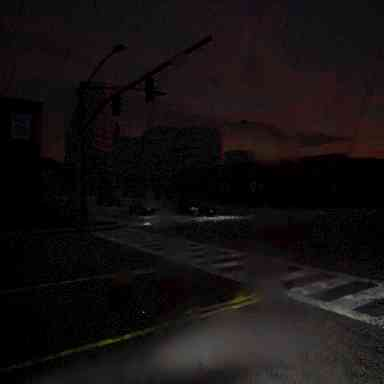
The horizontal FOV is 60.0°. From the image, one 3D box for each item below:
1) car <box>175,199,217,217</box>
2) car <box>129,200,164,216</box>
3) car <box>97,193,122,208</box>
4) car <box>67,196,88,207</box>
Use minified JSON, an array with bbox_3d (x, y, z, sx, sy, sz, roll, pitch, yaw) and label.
[{"bbox_3d":[0.299,1.481,31.409,1.837,1.490,4.892,0,0,-36],"label":"car"},{"bbox_3d":[-4.543,1.507,32.088,1.812,1.442,4.674,0,0,-36],"label":"car"},{"bbox_3d":[-12.233,1.197,48.911,2.150,2.045,5.566,0,0,-35],"label":"car"},{"bbox_3d":[-17.146,1.332,49.802,2.097,1.767,4.553,0,0,-35],"label":"car"}]
